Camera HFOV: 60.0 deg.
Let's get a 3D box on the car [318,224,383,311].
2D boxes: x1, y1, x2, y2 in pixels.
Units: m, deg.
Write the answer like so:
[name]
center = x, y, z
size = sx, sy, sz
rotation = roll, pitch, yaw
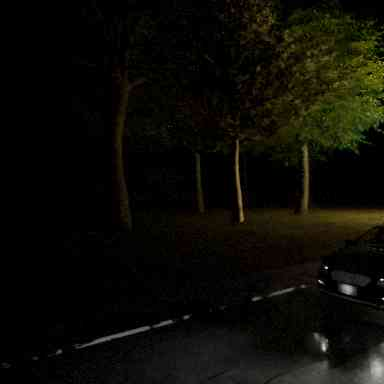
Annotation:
[car]
center = 4.793, 1.487, 7.415
size = 4.902, 1.511, 2.128
rotation = 0, 0, -36
